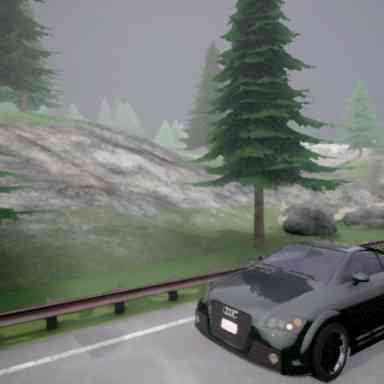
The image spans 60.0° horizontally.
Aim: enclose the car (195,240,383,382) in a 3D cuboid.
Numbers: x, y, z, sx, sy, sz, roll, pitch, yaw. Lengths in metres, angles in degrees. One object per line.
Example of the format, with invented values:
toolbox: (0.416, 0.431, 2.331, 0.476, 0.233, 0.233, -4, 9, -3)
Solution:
car: (2.111, 1.538, 5.440, 4.181, 1.385, 1.994, 0, 0, -35)
